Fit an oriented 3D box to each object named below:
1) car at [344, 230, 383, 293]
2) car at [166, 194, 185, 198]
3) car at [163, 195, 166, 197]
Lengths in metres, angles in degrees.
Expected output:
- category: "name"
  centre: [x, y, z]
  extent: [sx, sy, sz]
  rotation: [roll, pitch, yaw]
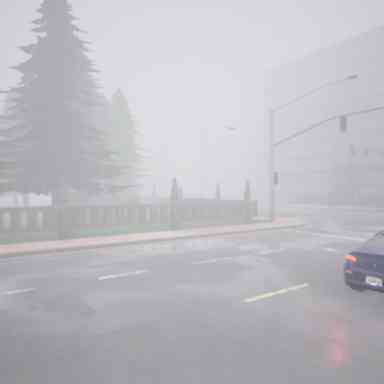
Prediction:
- category: "car"
  centre: [5.294, 1.496, 7.558]
  extent: [4.674, 1.442, 1.812]
  rotation: [0, 0, -35]
- category: "car"
  centre: [-1.635, 1.337, 44.626]
  extent: [1.882, 1.535, 5.008]
  rotation: [0, 0, -19]
- category: "car"
  centre: [-4.341, 1.181, 63.163]
  extent: [2.097, 1.767, 4.553]
  rotation: [0, 0, 4]
